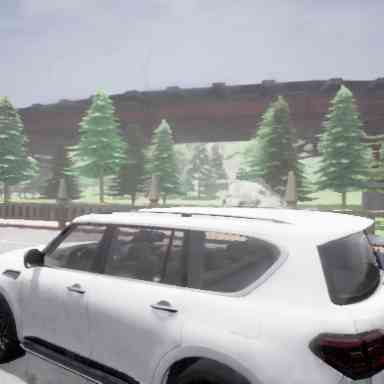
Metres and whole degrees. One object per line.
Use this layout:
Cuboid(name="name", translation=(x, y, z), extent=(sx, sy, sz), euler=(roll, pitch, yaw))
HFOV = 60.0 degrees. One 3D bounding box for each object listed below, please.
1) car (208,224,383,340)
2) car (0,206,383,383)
Cuboid(name="car", translation=(3.119, 1.508, 6.039), extent=(5.357, 1.411, 2.033), euler=(0, 0, 34))
Cuboid(name="car", translation=(-0.517, 1.205, 4.219), extent=(5.566, 2.045, 2.150), euler=(0, 0, 34))
